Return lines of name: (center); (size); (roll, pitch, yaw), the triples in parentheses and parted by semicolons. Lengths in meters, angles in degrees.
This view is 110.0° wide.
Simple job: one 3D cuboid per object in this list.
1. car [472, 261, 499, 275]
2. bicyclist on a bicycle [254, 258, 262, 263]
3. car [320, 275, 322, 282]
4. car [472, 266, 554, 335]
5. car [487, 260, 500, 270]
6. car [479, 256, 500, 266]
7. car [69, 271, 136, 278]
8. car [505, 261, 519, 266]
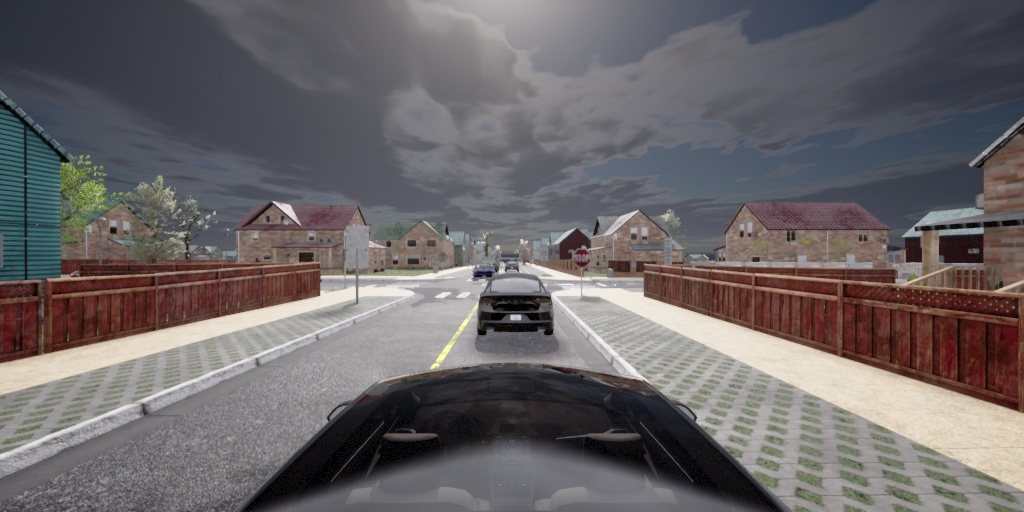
car: (-2.497, 1.374, 30.867); (1.895, 1.301, 4.718); (0, 0, -7)
bicyclist on a bicycle: (-20.213, 0.955, 28.553); (0.582, 1.620, 1.656); (0, 0, 0)
car: (-15.078, 1.247, 22.719); (5.357, 1.411, 2.033); (0, 0, 0)
car: (0.082, 1.228, 10.489); (1.882, 1.535, 5.008); (0, 0, 0)
car: (-2.925, 1.399, 58.691); (1.837, 1.490, 4.892); (0, 0, 0)
car: (-2.943, 1.057, 45.786); (2.150, 2.045, 5.566); (0, -1, 0)
car: (-25.071, 1.217, 22.668); (4.181, 1.385, 1.994); (0, 0, 0)
car: (-0.006, 1.379, 50.590); (1.812, 1.442, 4.674); (0, 0, 0)
